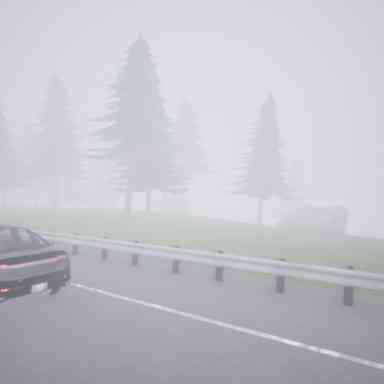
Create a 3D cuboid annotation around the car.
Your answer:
[{"bbox_3d":[-4.691,1.487,7.339,4.902,1.511,2.128,0,0,35],"label":"car"}]
